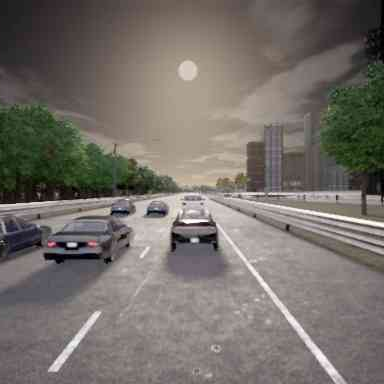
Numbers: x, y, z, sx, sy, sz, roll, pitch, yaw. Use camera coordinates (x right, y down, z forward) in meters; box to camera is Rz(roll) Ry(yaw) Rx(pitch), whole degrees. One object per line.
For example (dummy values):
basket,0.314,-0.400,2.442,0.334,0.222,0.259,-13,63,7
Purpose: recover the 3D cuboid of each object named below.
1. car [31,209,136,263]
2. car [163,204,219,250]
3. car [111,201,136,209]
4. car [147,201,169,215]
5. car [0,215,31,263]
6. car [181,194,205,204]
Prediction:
car,-3.405,1.546,11.938,2.033,1.411,5.357,0,0,0
car,0.094,1.490,14.195,2.128,1.511,4.902,0,0,0
car,-6.914,1.561,33.858,1.994,1.385,4.181,0,0,0
car,-3.414,1.561,33.764,1.994,1.385,4.181,0,0,0
car,-6.905,1.546,11.907,2.033,1.411,5.357,0,0,0
car,0.087,1.219,32.182,2.150,2.045,5.566,0,0,0
